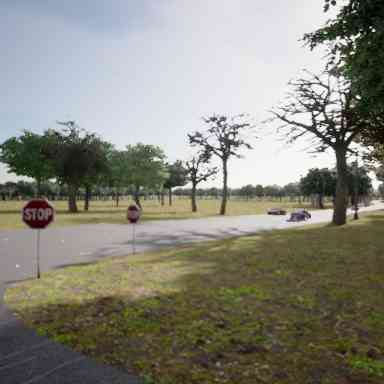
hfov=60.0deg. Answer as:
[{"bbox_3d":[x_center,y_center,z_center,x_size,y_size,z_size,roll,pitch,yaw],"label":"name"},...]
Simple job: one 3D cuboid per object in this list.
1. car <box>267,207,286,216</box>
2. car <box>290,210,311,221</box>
[{"bbox_3d":[14.735,3.372,57.932,1.882,1.535,5.008,1,-1,36],"label":"car"},{"bbox_3d":[15.285,3.230,46.737,1.812,1.442,4.674,1,-1,35],"label":"car"}]
